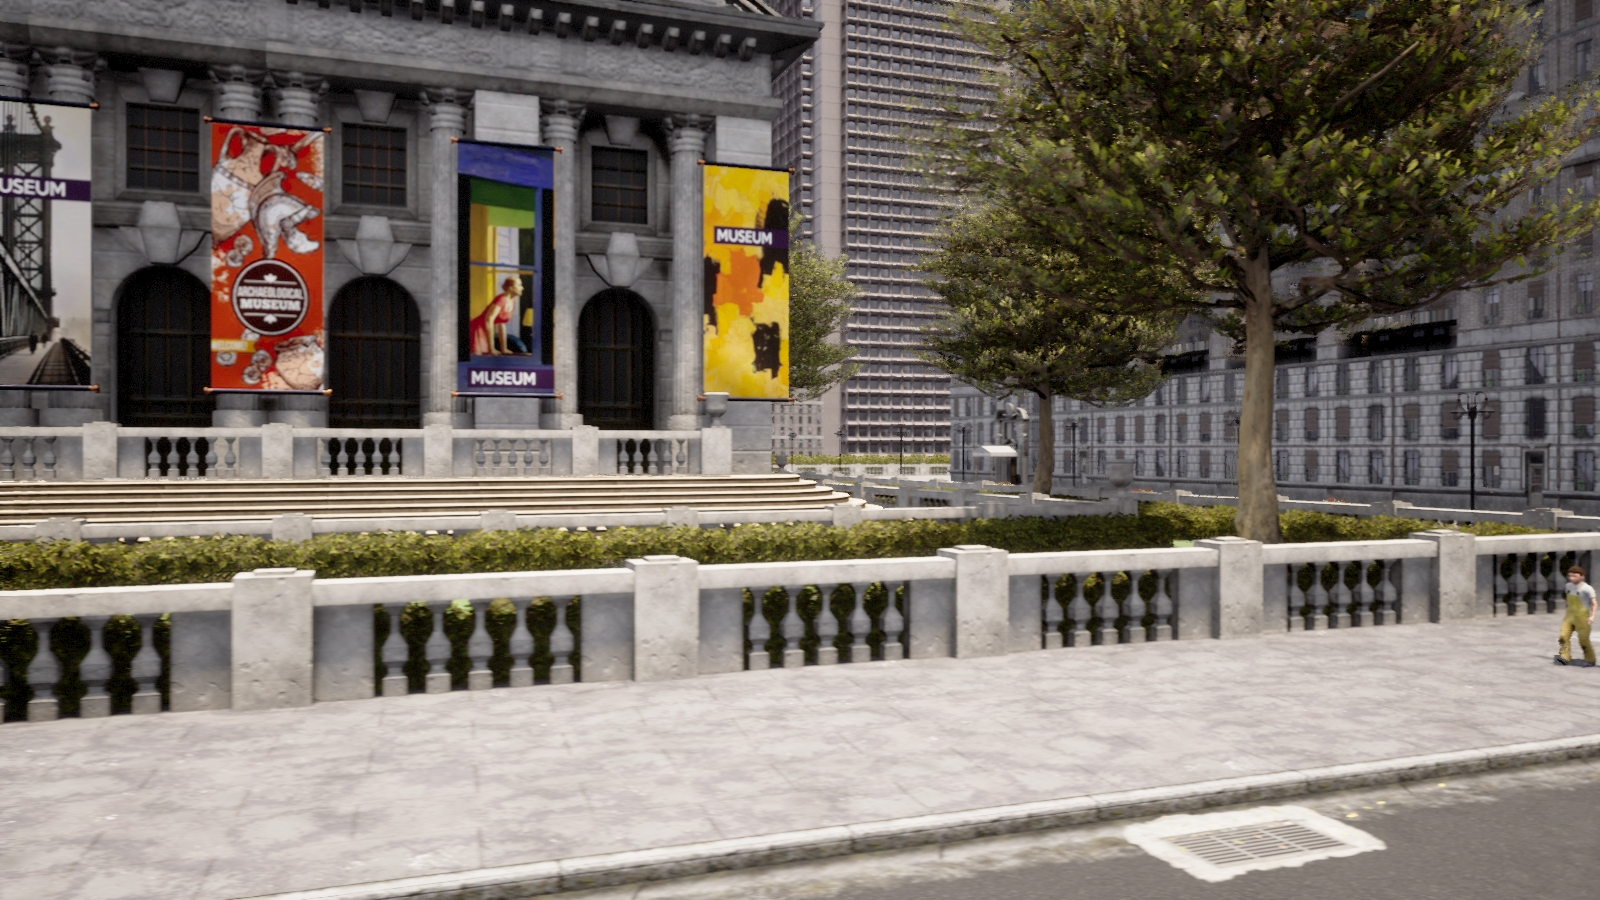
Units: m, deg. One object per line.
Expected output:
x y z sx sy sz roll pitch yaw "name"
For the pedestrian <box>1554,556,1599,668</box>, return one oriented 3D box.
9.556 1.976 14.007 0.375 1.300 0.375 0 0 -20 "pedestrian"
